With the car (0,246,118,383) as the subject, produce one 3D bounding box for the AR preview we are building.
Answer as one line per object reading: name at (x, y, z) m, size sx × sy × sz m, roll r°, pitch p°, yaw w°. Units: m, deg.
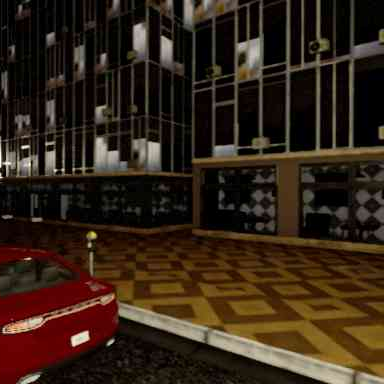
car at (-3.085, 1.514, 5.074) m, size 4.507 × 1.381 × 1.887 m, roll 0°, pitch 0°, yaw 35°
